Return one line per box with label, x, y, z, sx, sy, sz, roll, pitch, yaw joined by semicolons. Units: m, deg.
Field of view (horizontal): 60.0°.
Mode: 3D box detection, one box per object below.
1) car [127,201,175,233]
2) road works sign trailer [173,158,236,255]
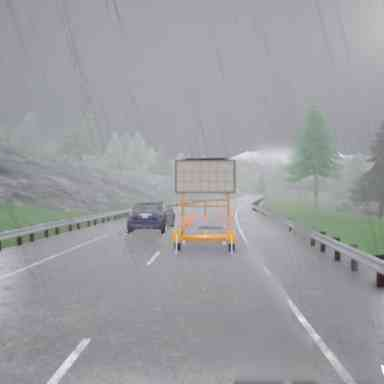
car;-2.278;1.330;19.575;2.097;1.767;4.553;0;0;5
road works sign trailer;0.543;0.449;13.353;2.380;3.560;2.880;0;0;5
